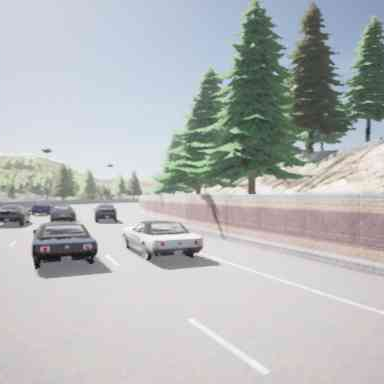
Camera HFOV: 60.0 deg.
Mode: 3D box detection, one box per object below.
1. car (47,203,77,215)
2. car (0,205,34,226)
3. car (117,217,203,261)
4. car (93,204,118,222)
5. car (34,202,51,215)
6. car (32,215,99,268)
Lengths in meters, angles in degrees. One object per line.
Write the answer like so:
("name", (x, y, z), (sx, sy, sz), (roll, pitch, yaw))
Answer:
("car", (-11.048, 1.880, 28.805), (1.994, 1.385, 4.181), (1, -1, -17))
("car", (-13.662, 1.761, 25.516), (1.837, 1.490, 4.892), (1, -1, -18))
("car", (-1.390, 1.768, 13.179), (1.895, 1.301, 4.718), (1, -1, -25))
("car", (-7.814, 1.857, 30.129), (1.837, 1.490, 4.892), (0, -1, -17))
("car", (-17.340, 1.893, 39.155), (1.882, 1.535, 5.008), (0, 0, -13))
("car", (-4.693, 1.733, 11.995), (1.895, 1.301, 4.718), (1, -1, -25))
